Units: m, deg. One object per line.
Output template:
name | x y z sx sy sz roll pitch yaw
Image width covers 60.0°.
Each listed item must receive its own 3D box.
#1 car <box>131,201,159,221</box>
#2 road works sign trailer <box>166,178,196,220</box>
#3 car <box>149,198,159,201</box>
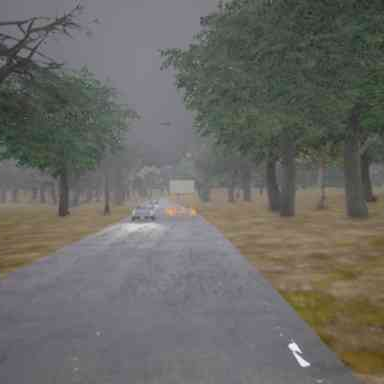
car | -3.963 1.693 28.018 1.895 1.301 4.718 0 0 -3
road works sign trailer | -0.911 0.566 29.730 2.380 3.560 2.880 0 0 -4
car | -7.953 1.908 69.664 2.128 1.511 4.902 0 -1 -7
